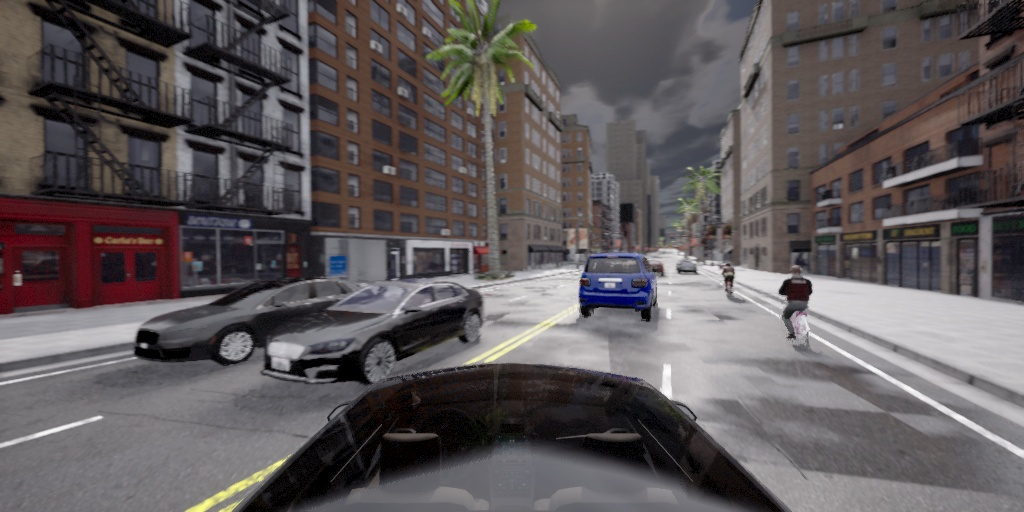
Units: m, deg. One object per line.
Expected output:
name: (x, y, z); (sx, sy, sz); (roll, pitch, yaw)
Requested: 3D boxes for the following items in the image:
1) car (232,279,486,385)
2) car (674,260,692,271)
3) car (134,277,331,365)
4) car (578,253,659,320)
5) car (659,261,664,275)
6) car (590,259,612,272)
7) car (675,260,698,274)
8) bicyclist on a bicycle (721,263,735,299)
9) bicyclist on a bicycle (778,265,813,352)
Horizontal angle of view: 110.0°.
car: (-2.281, 1.253, 7.302); (2.128, 1.511, 4.902); (0, 0, 24)
car: (23.648, 1.221, 49.677); (2.033, 1.411, 5.357); (0, 0, 24)
car: (-5.356, 1.285, 8.387); (1.837, 1.490, 4.892); (0, 0, 24)
car: (3.905, 0.942, 12.774); (2.150, 2.045, 5.566); (0, 0, 24)
car: (14.822, 1.171, 37.491); (1.882, 1.535, 5.008); (0, 0, 24)
car: (11.629, 1.206, 46.789); (1.882, 1.535, 5.008); (0, 0, 24)
car: (19.196, 1.239, 39.401); (1.994, 1.385, 4.181); (0, 0, 24)
bicyclist on a bicycle: (9.970, 1.142, 16.495); (0.582, 1.620, 1.656); (0, 0, 24)
bicyclist on a bicycle: (6.150, 1.080, 7.846); (0.659, 1.776, 1.843); (0, 0, 24)
